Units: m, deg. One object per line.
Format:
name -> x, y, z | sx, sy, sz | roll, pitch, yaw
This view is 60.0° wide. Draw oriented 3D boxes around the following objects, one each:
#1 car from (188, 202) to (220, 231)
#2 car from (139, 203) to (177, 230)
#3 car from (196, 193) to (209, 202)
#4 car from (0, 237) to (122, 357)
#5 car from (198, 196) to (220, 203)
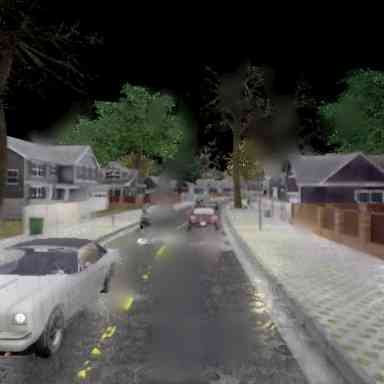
car -> 0.739, 1.579, 20.743 | 1.812, 1.442, 4.674 | 0, 0, 3
car -> -2.124, 1.526, 21.885 | 1.882, 1.535, 5.008 | 0, 0, 4
car -> 2.075, 1.294, 61.631 | 2.150, 2.045, 5.566 | 0, 0, 9
car -> -2.753, 1.608, 6.181 | 1.895, 1.301, 4.718 | 0, 0, 1
car -> 2.345, 1.581, 41.006 | 2.128, 1.511, 4.902 | 0, 0, 6
